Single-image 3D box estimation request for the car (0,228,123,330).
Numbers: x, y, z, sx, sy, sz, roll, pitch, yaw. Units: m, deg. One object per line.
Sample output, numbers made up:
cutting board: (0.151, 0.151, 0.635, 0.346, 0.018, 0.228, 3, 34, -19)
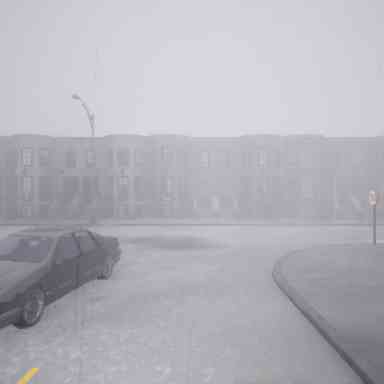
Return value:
car: (-3.244, 1.547, 7.328, 2.033, 1.411, 5.357, 0, 0, 9)
